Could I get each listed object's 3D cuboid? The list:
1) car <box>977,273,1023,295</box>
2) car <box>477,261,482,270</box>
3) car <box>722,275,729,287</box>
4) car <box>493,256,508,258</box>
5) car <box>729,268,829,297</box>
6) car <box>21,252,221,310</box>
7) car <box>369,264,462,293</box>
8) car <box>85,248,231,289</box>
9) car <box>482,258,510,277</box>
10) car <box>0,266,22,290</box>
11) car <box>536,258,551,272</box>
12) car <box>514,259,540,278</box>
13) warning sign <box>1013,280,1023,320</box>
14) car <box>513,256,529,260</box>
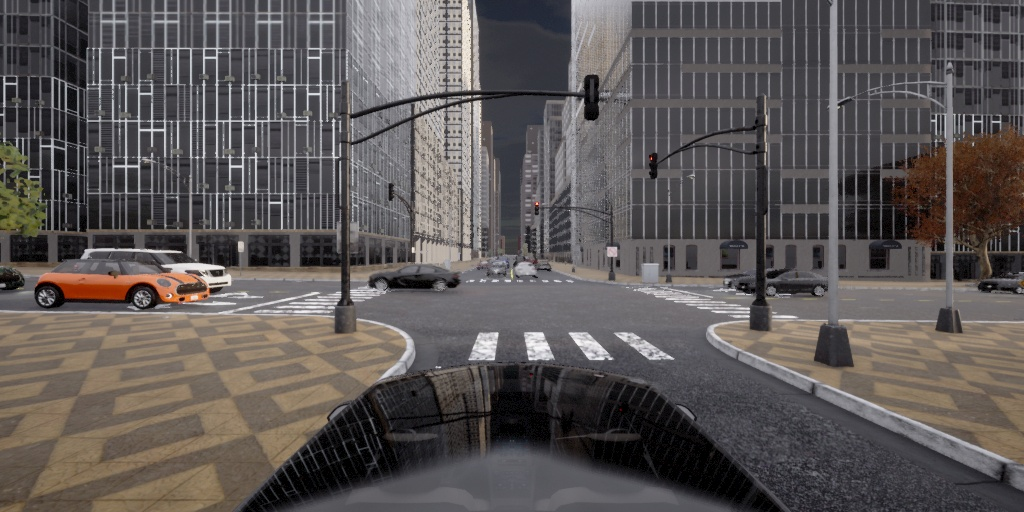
[{"bbox_3d":[35.697,1.919,25.089,4.892,1.490,1.837,1,0,-3],"label":"car"},{"bbox_3d":[-3.993,1.343,50.853,1.802,1.307,4.207,0,0,0],"label":"car"},{"bbox_3d":[16.899,1.568,24.239,4.902,1.511,2.128,1,0,-3],"label":"car"},{"bbox_3d":[-1.542,0.975,58.343,2.150,2.045,5.566,0,0,0],"label":"car"},{"bbox_3d":[15.812,1.561,20.945,4.892,1.490,1.837,0,0,-4],"label":"car"},{"bbox_3d":[-13.725,0.876,12.877,4.553,1.767,2.097,1,0,-3],"label":"car"},{"bbox_3d":[-5.338,1.176,19.978,5.008,1.535,1.882,1,0,-3],"label":"car"},{"bbox_3d":[-15.926,0.704,16.031,5.566,2.045,2.150,1,0,-3],"label":"car"},{"bbox_3d":[-1.471,1.259,35.777,2.128,1.511,4.902,0,0,0],"label":"car"},{"bbox_3d":[-24.620,0.675,15.638,4.553,1.767,2.097,1,0,-2],"label":"car"},{"bbox_3d":[3.957,1.329,45.354,1.948,1.339,4.313,0,0,0],"label":"car"},{"bbox_3d":[1.295,1.294,33.489,1.812,1.442,4.674,0,0,-1],"label":"car"},{"bbox_3d":[17.281,1.204,11.543,1.060,1.860,1.300,0,0,-3],"label":"warning sign"},{"bbox_3d":[1.369,0.974,62.454,2.150,2.045,5.566,0,0,-1],"label":"car"}]
